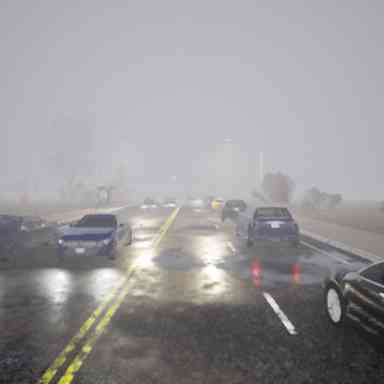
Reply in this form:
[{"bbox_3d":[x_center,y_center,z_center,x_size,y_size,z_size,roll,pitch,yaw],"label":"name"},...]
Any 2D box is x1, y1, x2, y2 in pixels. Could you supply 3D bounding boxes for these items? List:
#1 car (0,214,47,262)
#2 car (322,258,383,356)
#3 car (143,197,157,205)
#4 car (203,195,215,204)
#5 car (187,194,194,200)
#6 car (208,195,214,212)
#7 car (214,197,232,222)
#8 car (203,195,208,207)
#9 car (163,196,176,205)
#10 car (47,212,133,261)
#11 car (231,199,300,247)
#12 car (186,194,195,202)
[{"bbox_3d":[-6.619,1.520,12.235,2.033,1.411,5.357,0,0,0],"label":"car"},{"bbox_3d":[3.248,1.495,4.061,1.837,1.490,4.892,0,0,0],"label":"car"},{"bbox_3d":[-6.807,1.451,54.291,1.895,1.301,4.718,0,0,0],"label":"car"},{"bbox_3d":[2.971,1.336,59.088,1.837,1.490,4.892,0,0,0],"label":"car"},{"bbox_3d":[-0.452,1.264,87.121,1.895,1.301,4.718,0,0,0],"label":"car"},{"bbox_3d":[3.108,1.361,37.277,1.801,1.575,5.366,0,0,0],"label":"car"},{"bbox_3d":[3.177,1.289,26.053,2.097,1.767,4.553,0,0,0],"label":"car"},{"bbox_3d":[3.040,1.418,48.088,2.033,1.411,5.357,0,0,0],"label":"car"},{"bbox_3d":[-3.554,1.397,54.297,2.033,1.411,5.357,0,0,0],"label":"car"},{"bbox_3d":[-3.370,1.498,12.322,1.812,1.442,4.674,0,0,0],"label":"car"},{"bbox_3d":[3.224,1.318,15.042,2.097,1.767,4.553,0,0,0],"label":"car"},{"bbox_3d":[-0.330,1.308,68.100,2.033,1.411,5.357,0,0,0],"label":"car"}]
